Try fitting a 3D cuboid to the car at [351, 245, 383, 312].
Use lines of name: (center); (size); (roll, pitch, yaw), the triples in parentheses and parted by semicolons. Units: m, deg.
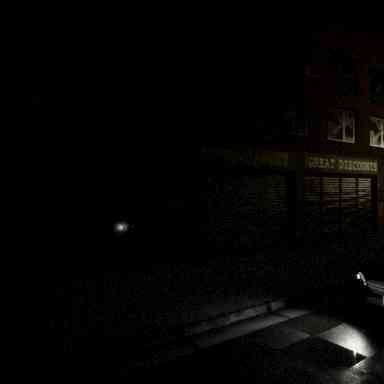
car: (5.130, 1.525, 6.702); (4.674, 1.442, 1.812); (0, 0, -35)
